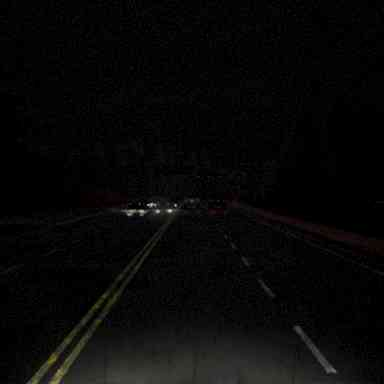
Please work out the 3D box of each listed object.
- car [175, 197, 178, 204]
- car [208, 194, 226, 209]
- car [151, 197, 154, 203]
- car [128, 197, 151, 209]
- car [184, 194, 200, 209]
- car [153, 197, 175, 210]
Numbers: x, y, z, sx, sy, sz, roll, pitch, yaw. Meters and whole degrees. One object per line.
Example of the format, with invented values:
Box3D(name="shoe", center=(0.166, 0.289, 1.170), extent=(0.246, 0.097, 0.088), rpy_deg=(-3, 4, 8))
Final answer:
Box3D(name="car", center=(-3.645, 1.624, 64.867), extent=(2.033, 1.411, 5.357), rpy_deg=(0, 0, 0))
Box3D(name="car", center=(3.496, 1.250, 46.780), extent=(2.150, 2.045, 5.566), rpy_deg=(0, 0, 0))
Box3D(name="car", center=(-7.145, 1.634, 64.859), extent=(1.994, 1.385, 4.181), rpy_deg=(0, 0, 0))
Box3D(name="car", center=(-7.269, 1.513, 45.047), extent=(1.882, 1.535, 5.008), rpy_deg=(0, 0, 2))
Box3D(name="car", center=(-0.006, 1.253, 47.399), extent=(2.150, 2.045, 5.566), rpy_deg=(0, 0, 0))
Box3D(name="car", center=(-3.681, 1.510, 44.925), extent=(1.882, 1.535, 5.008), rpy_deg=(0, 0, 0))
